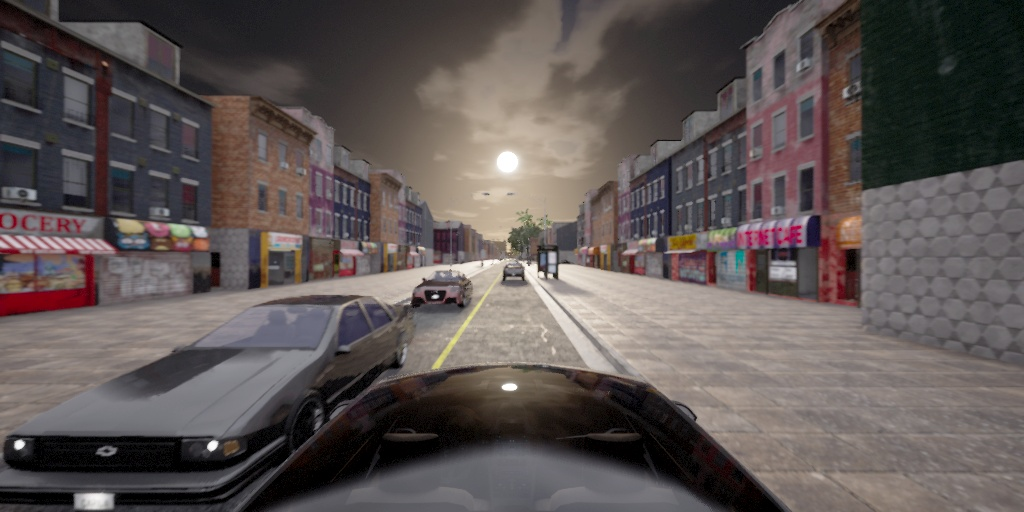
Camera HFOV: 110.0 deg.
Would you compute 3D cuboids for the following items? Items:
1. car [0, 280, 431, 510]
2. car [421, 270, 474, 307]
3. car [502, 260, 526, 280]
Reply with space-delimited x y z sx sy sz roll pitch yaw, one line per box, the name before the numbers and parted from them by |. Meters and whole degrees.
car | -2.847 1.292 5.114 2.033 1.411 5.357 0 0 0
car | -2.796 1.310 15.214 1.994 1.385 4.181 0 0 1
car | 0.156 1.256 30.696 2.128 1.511 4.902 0 0 0
